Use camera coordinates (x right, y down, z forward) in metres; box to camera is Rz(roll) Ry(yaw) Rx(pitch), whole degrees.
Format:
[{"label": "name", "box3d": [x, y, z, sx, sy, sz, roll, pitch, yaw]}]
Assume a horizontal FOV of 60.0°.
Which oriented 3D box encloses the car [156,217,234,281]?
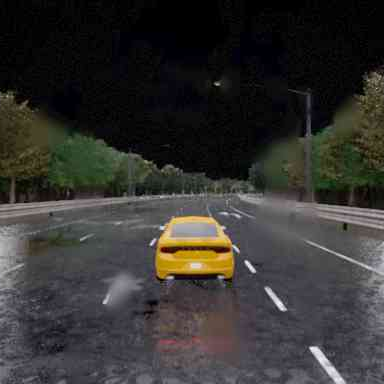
[{"label": "car", "box3d": [0.030, 1.467, 9.860, 1.882, 1.535, 5.008, 0, 0, -1]}]
